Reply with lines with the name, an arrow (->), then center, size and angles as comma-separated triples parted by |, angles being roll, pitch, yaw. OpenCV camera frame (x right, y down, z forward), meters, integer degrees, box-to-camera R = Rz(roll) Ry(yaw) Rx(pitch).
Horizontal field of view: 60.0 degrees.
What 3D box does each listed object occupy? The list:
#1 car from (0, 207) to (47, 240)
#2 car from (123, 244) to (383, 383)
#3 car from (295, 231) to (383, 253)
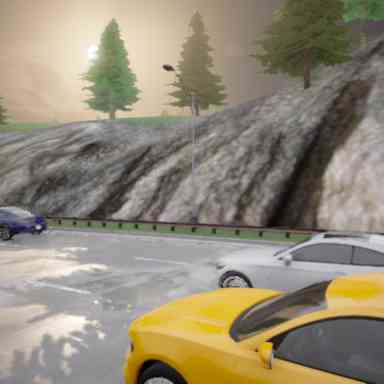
car -> -9.260, 1.463, 16.240 | 4.674, 1.442, 1.812 | 0, 0, 21
car -> 1.606, 1.453, 2.692 | 5.008, 1.535, 1.882 | 0, 0, 35
car -> 2.607, 1.476, 6.187 | 4.674, 1.442, 1.812 | 0, 0, 33
